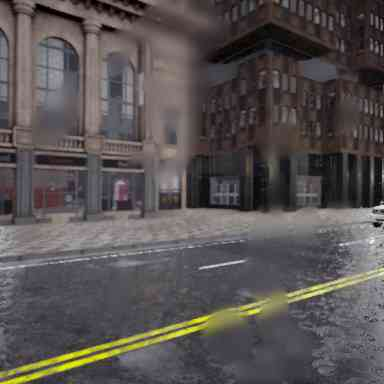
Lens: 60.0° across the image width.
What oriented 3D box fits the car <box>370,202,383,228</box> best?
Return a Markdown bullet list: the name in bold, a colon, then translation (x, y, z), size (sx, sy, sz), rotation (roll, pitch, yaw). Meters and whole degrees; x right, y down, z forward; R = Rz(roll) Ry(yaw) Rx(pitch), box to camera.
- **car**: translation (13.682, 1.203, 21.288), size (5.566, 2.045, 2.150), rotation (0, 0, -35)
